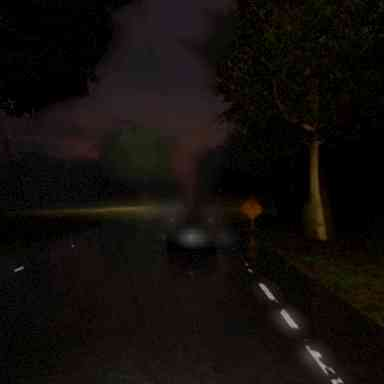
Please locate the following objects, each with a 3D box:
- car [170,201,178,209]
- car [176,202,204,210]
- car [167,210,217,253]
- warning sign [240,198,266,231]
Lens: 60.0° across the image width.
[{"bbox_3d":[-3.531,2.743,70.970,1.837,1.490,4.892,0,-1,0],"label":"car"},{"bbox_3d":[-0.009,1.823,29.307,2.128,1.511,4.902,0,-1,0],"label":"car"},{"bbox_3d":[-0.001,1.701,14.332,1.994,1.385,4.181,0,-1,0],"label":"car"},{"bbox_3d":[3.556,1.307,19.549,1.300,1.860,1.060,1,0,0],"label":"warning sign"}]
